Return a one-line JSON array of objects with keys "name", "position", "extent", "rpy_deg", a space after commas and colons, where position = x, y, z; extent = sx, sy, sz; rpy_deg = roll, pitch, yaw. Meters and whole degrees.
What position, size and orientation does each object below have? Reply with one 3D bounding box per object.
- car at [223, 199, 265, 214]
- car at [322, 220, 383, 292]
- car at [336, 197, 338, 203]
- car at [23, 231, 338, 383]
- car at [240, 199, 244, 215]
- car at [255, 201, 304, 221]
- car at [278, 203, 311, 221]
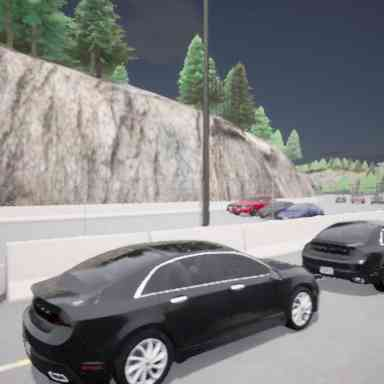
[{"name": "car", "position": [5.832, 1.566, 36.869], "extent": [2.128, 1.511, 4.902], "rpy_deg": [0, 0, 45]}, {"name": "car", "position": [4.928, 1.516, 9.017], "extent": [4.892, 1.490, 1.837], "rpy_deg": [0, 0, -39]}, {"name": "car", "position": [31.285, 1.607, 69.690], "extent": [2.128, 1.511, 4.902], "rpy_deg": [0, 0, 31]}, {"name": "car", "position": [0.079, 1.519, 5.250], "extent": [4.892, 1.490, 1.837], "rpy_deg": [0, 0, -37]}, {"name": "car", "position": [6.232, 1.284, 32.313], "extent": [5.566, 2.045, 2.150], "rpy_deg": [0, 0, -44]}, {"name": "car", "position": [7.655, 1.556, 28.864], "extent": [4.892, 1.490, 1.837], "rpy_deg": [0, 0, -44]}, {"name": "car", "position": [8.173, 1.566, 24.535], "extent": [4.674, 1.442, 1.812], "rpy_deg": [0, 0, -43]}]
